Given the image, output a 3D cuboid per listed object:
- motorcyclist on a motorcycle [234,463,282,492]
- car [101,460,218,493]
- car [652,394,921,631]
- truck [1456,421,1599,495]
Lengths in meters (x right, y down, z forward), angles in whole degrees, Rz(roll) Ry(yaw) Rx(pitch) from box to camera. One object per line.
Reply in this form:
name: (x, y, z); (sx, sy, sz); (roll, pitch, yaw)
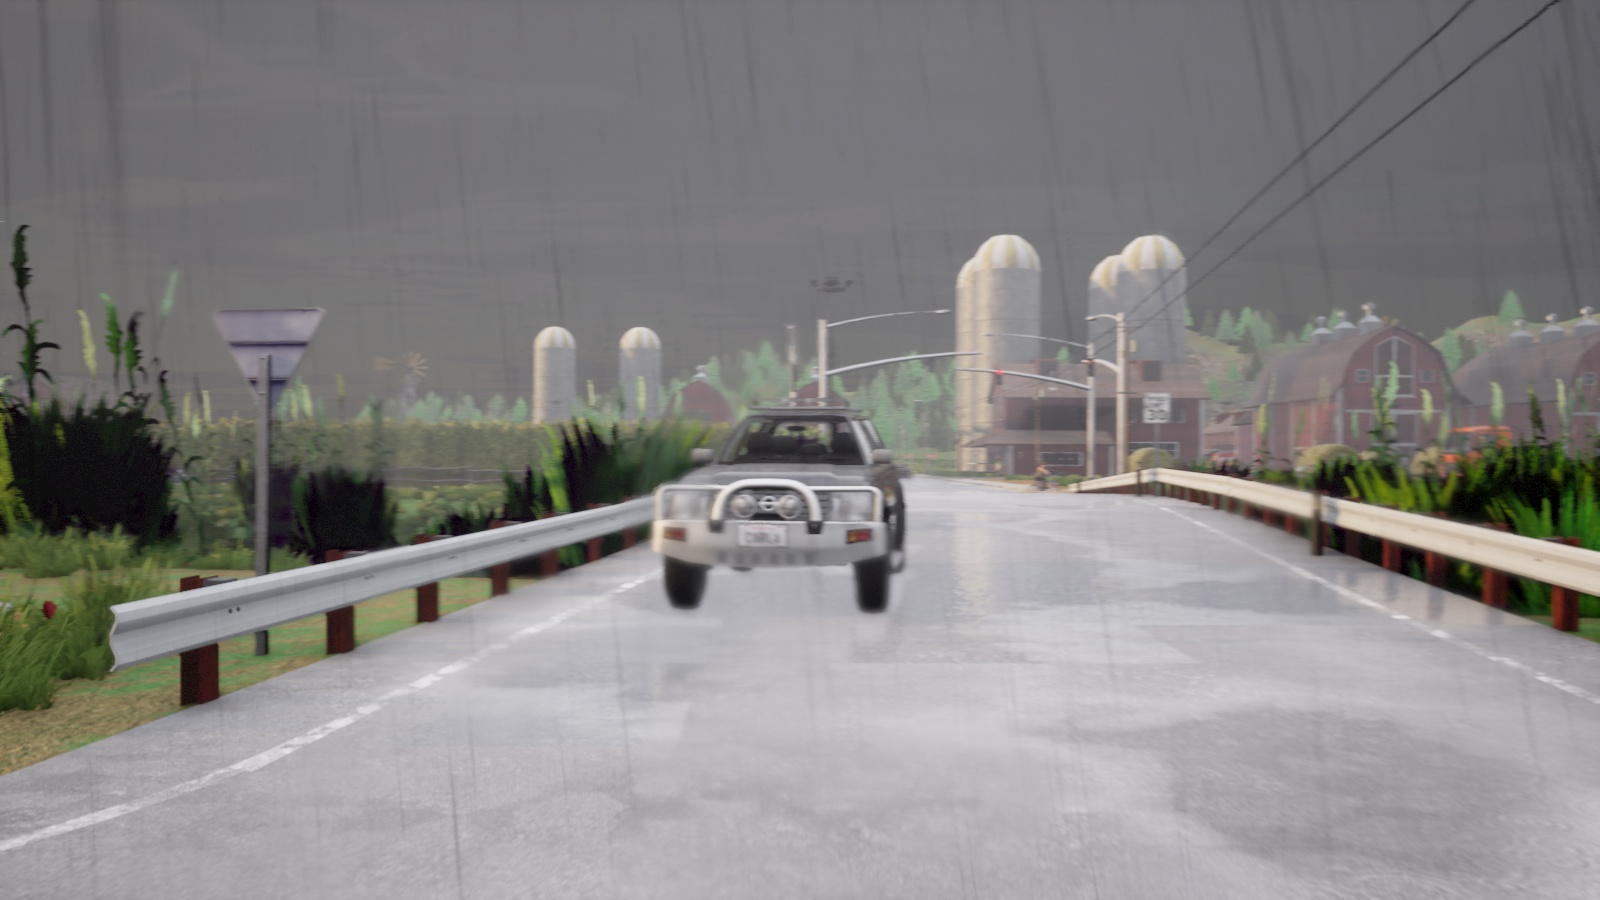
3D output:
motorcyclist on a motorcycle: (-28.615, 1.448, 66.310); (2.191, 1.530, 0.866); (0, -1, 1)
car: (-32.241, 1.310, 63.263); (4.856, 1.649, 2.033); (0, -1, 1)
car: (0.101, 0.440, 12.224); (1.932, 1.855, 4.605); (0, 1, 8)
truck: (36.260, 0.380, 60.342); (7.936, 3.462, 2.891); (0, -1, 4)
